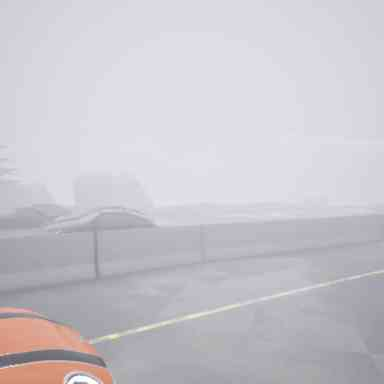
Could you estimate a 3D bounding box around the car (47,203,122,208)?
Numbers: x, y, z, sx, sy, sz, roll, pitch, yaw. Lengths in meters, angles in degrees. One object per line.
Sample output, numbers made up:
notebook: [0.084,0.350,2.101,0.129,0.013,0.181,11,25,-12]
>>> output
car: [-4.691,1.455,17.512,4.892,1.490,1.837,0,0,-32]

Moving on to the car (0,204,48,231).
car: [-9.694,1.539,18.421,4.718,1.301,1.895,0,0,-34]

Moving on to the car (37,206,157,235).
car: [-3.708,1.486,13.988,4.674,1.442,1.812,0,0,-33]

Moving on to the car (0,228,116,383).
car: [-2.645,1.341,1.742,4.553,1.767,2.097,0,0,-36]
